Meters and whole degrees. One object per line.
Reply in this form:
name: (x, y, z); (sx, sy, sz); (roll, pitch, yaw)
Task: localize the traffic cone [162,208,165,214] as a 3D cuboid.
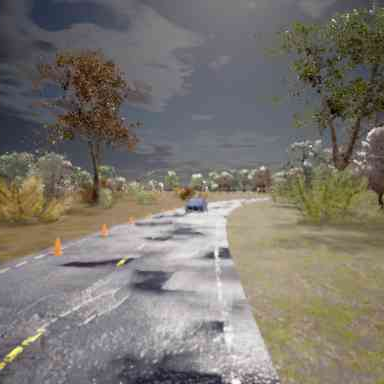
traffic cone: (-2.739, 1.854, 32.113); (0.340, 0.580, 0.340); (0, 0, 9)

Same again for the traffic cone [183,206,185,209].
traffic cone: (-1.011, 1.826, 42.086); (0.340, 0.580, 0.340); (0, 0, 11)

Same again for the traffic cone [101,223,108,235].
traffic cone: (-4.481, 1.896, 17.034); (0.340, 0.580, 0.340); (0, 0, 5)

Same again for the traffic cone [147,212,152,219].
traffic cone: (-3.433, 1.868, 27.100); (0.340, 0.580, 0.340); (0, 0, 7)

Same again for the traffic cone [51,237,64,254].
traffic cone: (-4.834, 1.910, 11.985); (0.340, 0.580, 0.340); (0, 0, 3)

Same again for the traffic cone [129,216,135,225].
traffic cone: (-4.014, 1.882, 22.073); (0.340, 0.580, 0.340); (0, 0, 6)

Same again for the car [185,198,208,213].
car: (0.535, 1.369, 36.438); (1.882, 1.535, 5.008); (0, 0, 10)
